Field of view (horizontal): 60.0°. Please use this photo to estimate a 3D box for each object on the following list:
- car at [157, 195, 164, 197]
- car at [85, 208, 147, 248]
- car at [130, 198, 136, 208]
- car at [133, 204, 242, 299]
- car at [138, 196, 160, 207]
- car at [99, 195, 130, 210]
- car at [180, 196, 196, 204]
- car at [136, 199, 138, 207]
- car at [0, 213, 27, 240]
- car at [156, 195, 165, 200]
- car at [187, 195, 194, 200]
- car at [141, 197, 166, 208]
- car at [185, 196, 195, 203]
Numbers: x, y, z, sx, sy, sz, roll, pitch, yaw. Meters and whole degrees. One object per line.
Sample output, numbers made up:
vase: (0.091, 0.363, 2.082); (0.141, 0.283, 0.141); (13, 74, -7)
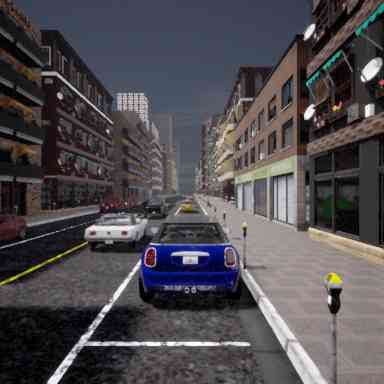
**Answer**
car: (-8.834, 1.540, 87.882); (2.008, 1.369, 4.403); (0, 0, 0)
car: (-3.144, 1.601, 14.853); (1.895, 1.301, 4.718); (0, 0, 0)
car: (-8.834, 1.439, 42.793); (1.967, 1.590, 4.097); (0, 0, 0)
car: (-0.032, 1.353, 8.619); (2.097, 1.767, 4.553); (0, 0, 0)
car: (-6.147, 1.598, 48.373); (1.895, 1.301, 4.718); (0, 0, 0)
car: (-8.833, 1.314, 37.157); (2.192, 1.841, 5.009); (0, 0, 0)
car: (-0.454, 1.524, 37.323); (1.752, 1.417, 4.829); (0, 0, 0)
car: (-8.834, 1.543, 48.430); (1.887, 1.381, 4.507); (0, 0, 0)
car: (-8.835, 1.583, 14.612); (1.802, 1.307, 4.206); (0, 0, 0)
car: (-8.834, 1.539, 93.519); (2.008, 1.369, 4.403); (0, 0, 0)
car: (-0.452, 1.513, 93.685); (1.752, 1.417, 4.829); (0, 0, 0)
car: (-3.142, 1.493, 30.036); (2.128, 1.511, 4.902); (0, 0, 0)
car: (-0.453, 1.545, 70.970); (2.008, 1.369, 4.403); (0, 0, 0)
